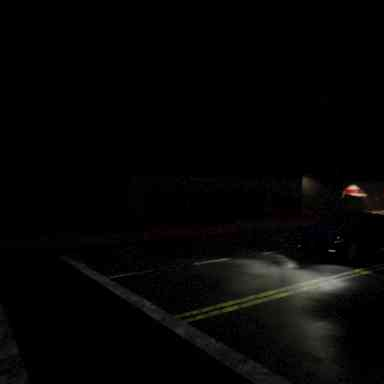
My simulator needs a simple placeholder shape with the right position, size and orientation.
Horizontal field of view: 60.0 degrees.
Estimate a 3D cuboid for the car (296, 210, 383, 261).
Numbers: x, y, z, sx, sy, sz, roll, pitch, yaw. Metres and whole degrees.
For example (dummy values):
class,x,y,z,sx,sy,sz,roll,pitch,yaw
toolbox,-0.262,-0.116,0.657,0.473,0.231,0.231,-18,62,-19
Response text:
class,x,y,z,sx,sy,sz,roll,pitch,yaw
car,5.996,1.483,12.493,5.008,1.535,1.882,0,0,-35
